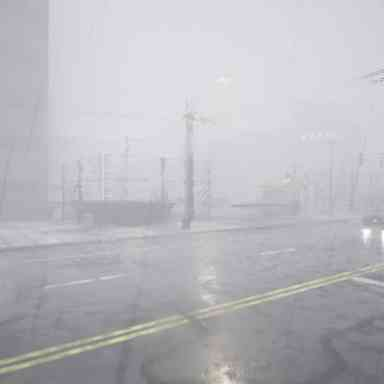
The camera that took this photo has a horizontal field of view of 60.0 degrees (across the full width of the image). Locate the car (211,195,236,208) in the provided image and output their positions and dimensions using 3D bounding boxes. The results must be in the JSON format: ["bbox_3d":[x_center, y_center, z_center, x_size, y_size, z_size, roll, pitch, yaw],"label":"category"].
[{"bbox_3d":[3.737,1.472,47.196,4.193,1.474,1.816,0,0,-36],"label":"car"}]

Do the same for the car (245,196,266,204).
[{"bbox_3d":[12.218,1.555,64.117,3.806,1.475,1.970,0,0,-36],"label":"car"}]

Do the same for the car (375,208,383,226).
[{"bbox_3d":[7.143,1.375,8.848,4.553,1.767,2.097,0,0,-35],"label":"car"}]

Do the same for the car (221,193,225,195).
[{"bbox_3d":[7.115,1.331,70.984,5.566,2.045,2.435,0,0,-36],"label":"car"}]

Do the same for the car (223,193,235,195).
[{"bbox_3d":[9.313,1.502,68.262,4.786,1.482,2.161,0,0,-36],"label":"car"}]

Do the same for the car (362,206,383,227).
[{"bbox_3d":[13.049,1.614,21.886,4.181,1.385,1.994,0,0,-35],"label":"car"}]

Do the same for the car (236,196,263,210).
[{"bbox_3d":[8.214,1.321,41.056,4.553,1.767,2.185,0,0,-36],"label":"car"}]
